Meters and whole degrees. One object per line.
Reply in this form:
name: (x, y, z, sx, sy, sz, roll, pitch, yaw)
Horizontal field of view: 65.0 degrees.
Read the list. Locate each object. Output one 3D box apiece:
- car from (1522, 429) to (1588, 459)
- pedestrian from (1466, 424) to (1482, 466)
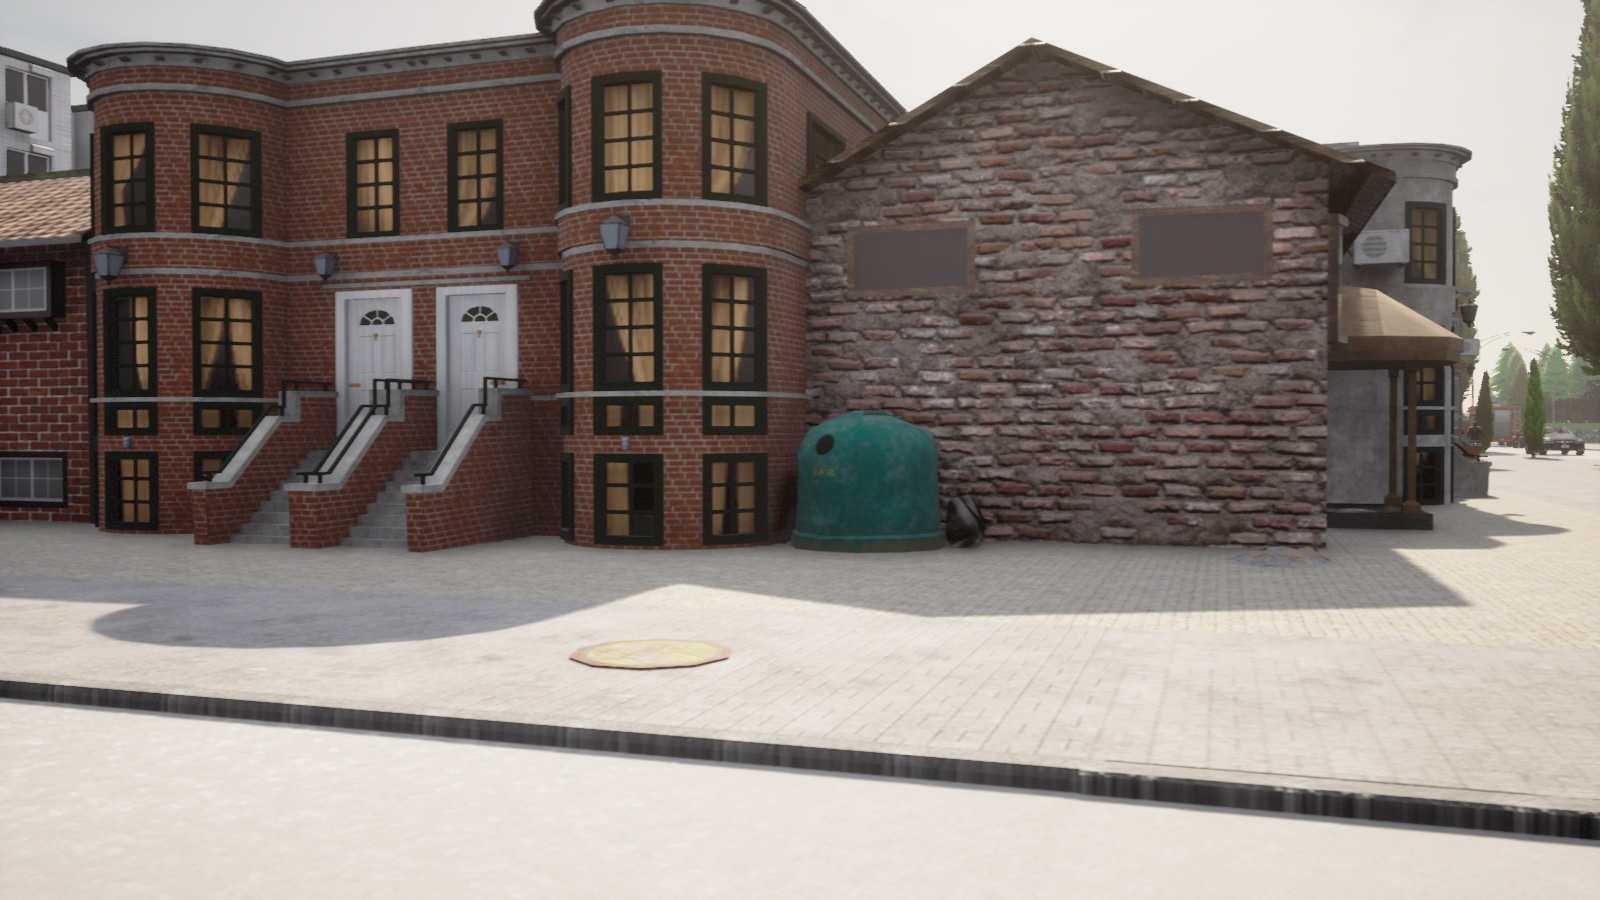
car: (43.128, -0.353, 71.860, 2.152, 1.651, 5.027, 1, 1, 19)
pedestrian: (30.774, -0.246, 57.342, 0.563, 1.883, 0.849, 1, 1, 33)
